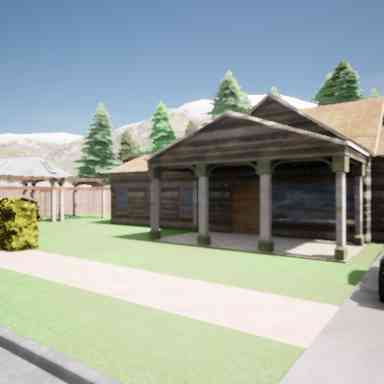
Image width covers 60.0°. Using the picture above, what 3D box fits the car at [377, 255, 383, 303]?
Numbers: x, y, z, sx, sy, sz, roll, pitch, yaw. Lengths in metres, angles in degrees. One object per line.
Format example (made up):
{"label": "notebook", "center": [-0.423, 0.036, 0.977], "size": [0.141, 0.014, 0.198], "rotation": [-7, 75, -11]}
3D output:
{"label": "car", "center": [5.114, 1.175, 6.906], "size": [1.905, 1.878, 3.866], "rotation": [0, 0, 35]}
